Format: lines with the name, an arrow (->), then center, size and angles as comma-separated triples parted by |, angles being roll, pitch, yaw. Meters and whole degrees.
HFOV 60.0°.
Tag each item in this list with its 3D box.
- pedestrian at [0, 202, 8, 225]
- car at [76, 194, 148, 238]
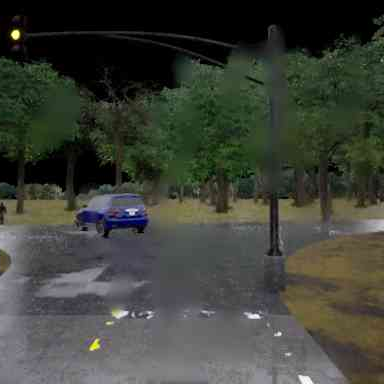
pedestrian -> -15.234, 1.698, 26.786 | 0.375, 1.860, 0.375 | 0, -1, 0
car -> -4.398, 1.169, 17.831 | 2.150, 2.045, 5.566 | -1, -1, -36
